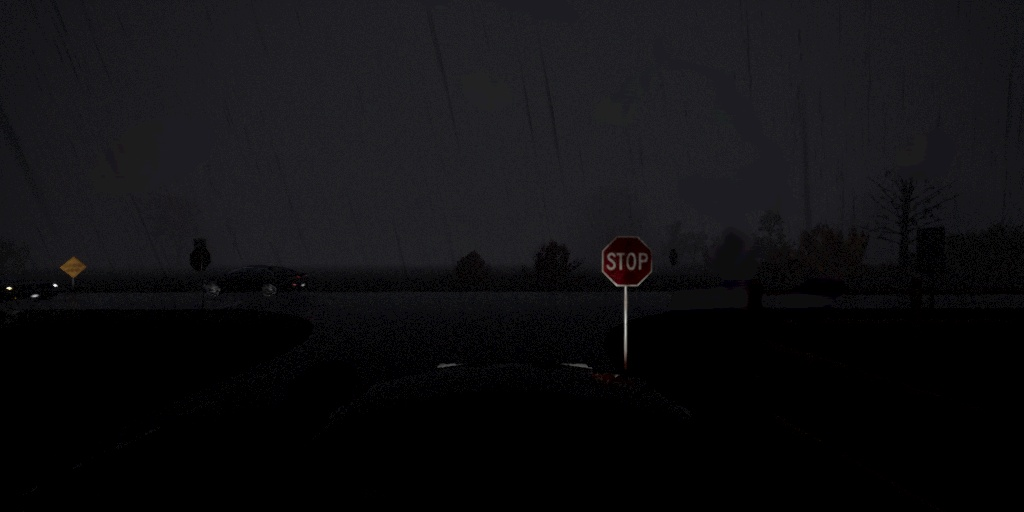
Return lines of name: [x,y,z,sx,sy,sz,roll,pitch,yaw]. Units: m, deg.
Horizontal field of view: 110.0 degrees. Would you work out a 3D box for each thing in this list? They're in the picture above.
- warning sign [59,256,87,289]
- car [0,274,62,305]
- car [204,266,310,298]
warning sign: [-25.401,0.927,20.737,1.060,1.860,1.300,0,0,0]
car: [-22.678,1.409,15.416,4.718,1.301,1.895,0,0,0]
car: [-12.961,1.270,18.212,4.902,1.511,2.128,0,0,3]
